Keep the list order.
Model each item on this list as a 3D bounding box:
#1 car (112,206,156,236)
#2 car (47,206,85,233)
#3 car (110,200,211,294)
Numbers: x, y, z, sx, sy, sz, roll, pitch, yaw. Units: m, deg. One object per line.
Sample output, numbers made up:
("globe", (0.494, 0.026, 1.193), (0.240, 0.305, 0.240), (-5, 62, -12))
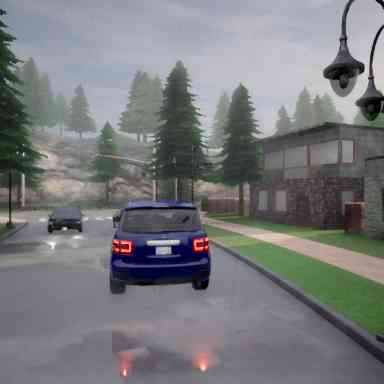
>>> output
("car", (-3.535, 1.601, 19.482), (1.895, 1.301, 4.718), (0, 0, -18))
("car", (-7.475, 1.548, 19.903), (2.033, 1.411, 5.357), (0, 0, -18))
("car", (-0.977, 1.221, 9.049), (2.150, 2.045, 5.566), (0, 0, -9))
